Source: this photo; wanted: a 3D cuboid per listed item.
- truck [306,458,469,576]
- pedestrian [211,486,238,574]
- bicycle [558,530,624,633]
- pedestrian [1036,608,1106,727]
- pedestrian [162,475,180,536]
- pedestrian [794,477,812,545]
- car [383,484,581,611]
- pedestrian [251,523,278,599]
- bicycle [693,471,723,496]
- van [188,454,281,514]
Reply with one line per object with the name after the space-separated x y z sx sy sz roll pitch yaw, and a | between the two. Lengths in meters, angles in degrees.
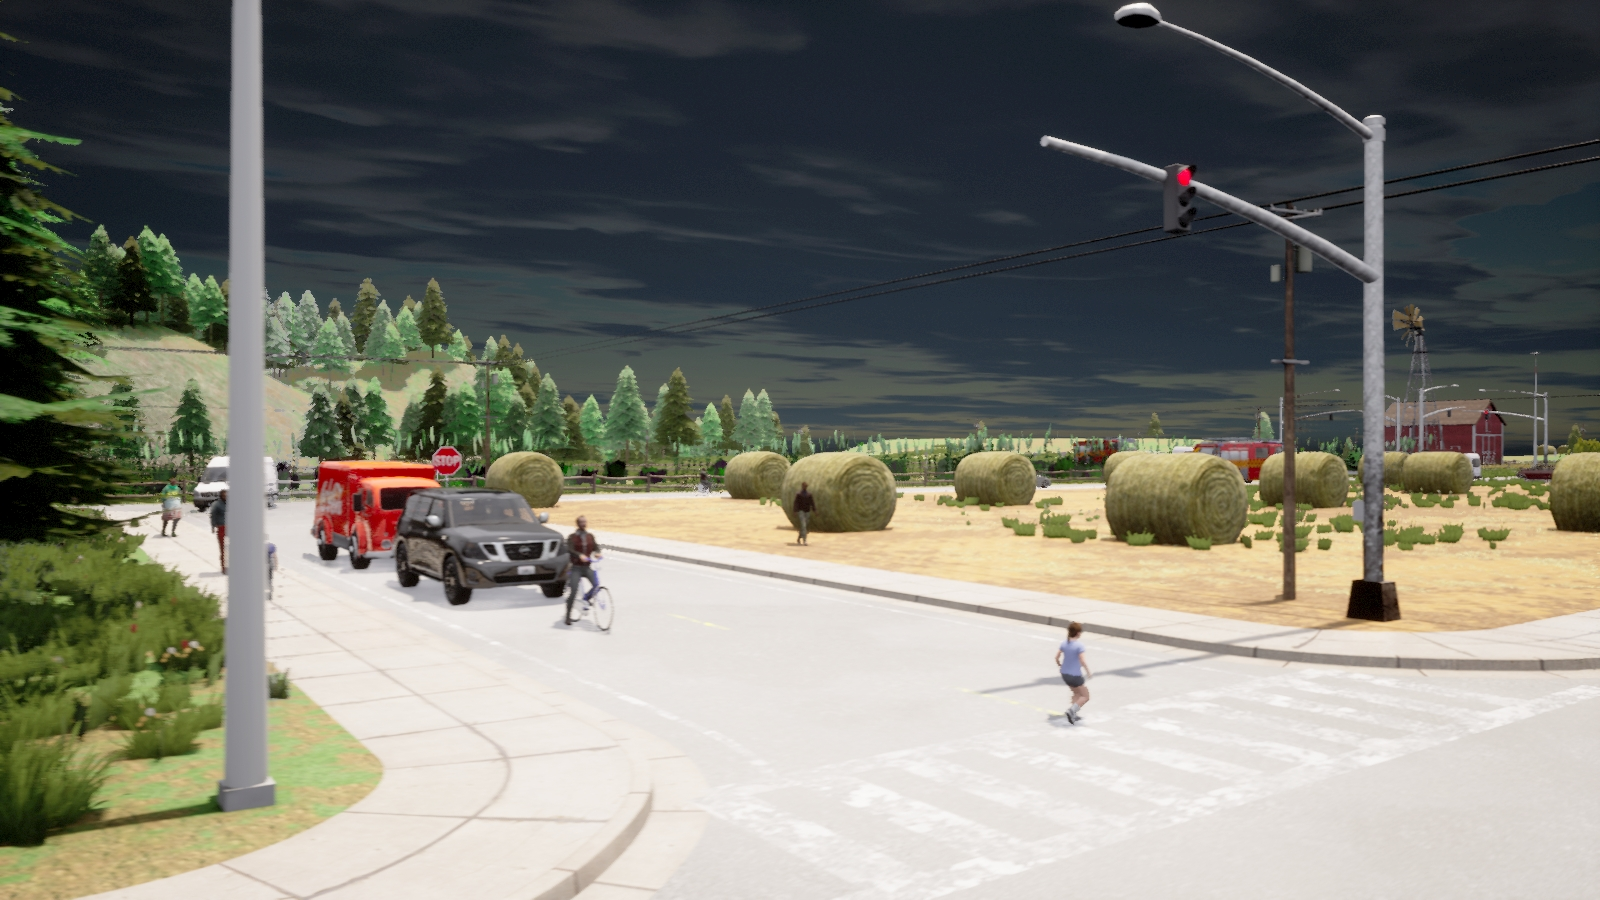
-10.519 1.545 28.846 2.627 2.467 5.204 0 2 -34 | truck
-12.278 1.697 24.376 0.375 1.860 0.375 0 0 38 | pedestrian
-3.363 2.063 18.271 0.329 1.471 1.835 0 0 -34 | bicycle
2.803 2.229 11.811 0.500 1.100 0.500 0 0 -34 | pedestrian
-19.287 1.696 35.038 0.375 1.860 0.375 0 0 40 | pedestrian
0.083 1.689 31.764 0.375 1.860 0.375 0 0 -20 | pedestrian
-6.502 1.783 22.846 2.150 2.045 5.566 0 0 -34 | car
-9.584 1.976 20.442 0.375 1.300 0.375 0 0 -36 | pedestrian
-5.560 2.038 69.036 1.835 1.471 0.329 0 0 -31 | bicycle
-26.446 1.526 53.681 1.988 2.561 5.915 -1 0 -6 | van
